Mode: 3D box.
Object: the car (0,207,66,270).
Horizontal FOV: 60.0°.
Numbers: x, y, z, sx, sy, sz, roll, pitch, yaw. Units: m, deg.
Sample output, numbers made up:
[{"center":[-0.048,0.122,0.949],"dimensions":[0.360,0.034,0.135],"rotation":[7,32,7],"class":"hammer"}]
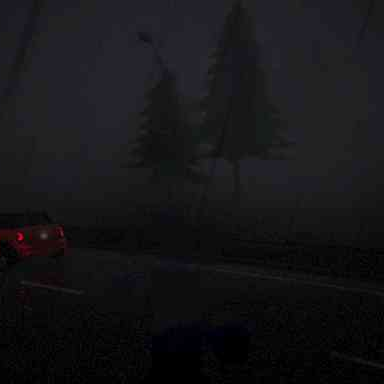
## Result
[{"center":[-6.522,1.373,11.099],"dimensions":[4.553,1.767,2.097],"rotation":[0,0,23],"class":"car"}]
